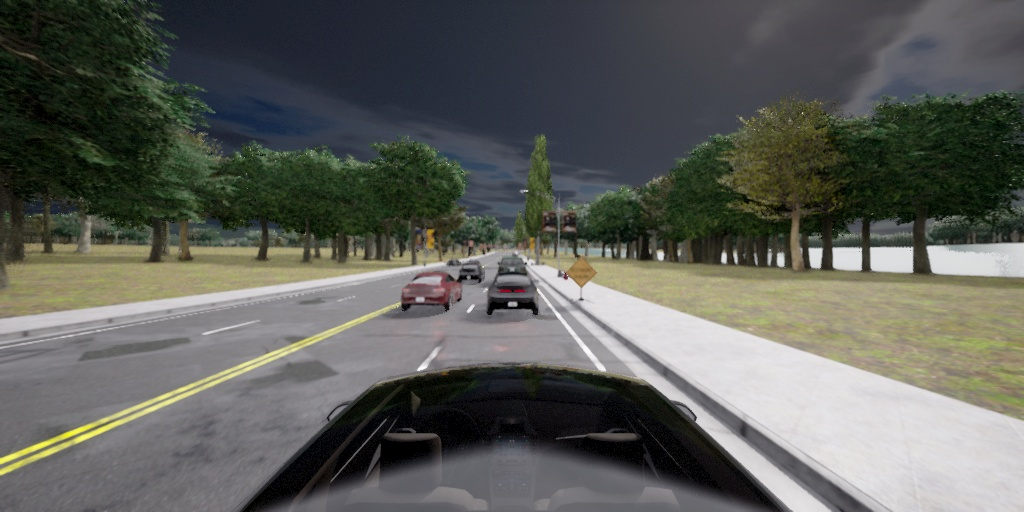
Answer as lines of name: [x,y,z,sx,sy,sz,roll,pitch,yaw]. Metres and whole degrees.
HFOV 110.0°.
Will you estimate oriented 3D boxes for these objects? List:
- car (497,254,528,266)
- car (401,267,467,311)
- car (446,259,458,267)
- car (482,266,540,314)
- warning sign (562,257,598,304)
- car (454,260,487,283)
car: [0.026,1.056,28.045,2.150,2.045,5.566,0,1,1]
car: [-3.205,1.368,14.894,1.812,1.442,4.674,0,0,0]
car: [-9.817,1.122,60.370,1.994,1.385,4.181,0,1,1]
car: [0.040,1.346,14.230,1.837,1.490,4.892,0,0,0]
warning sign: [2.845,0.960,14.731,1.300,1.860,1.060,0,0,0]
car: [-3.215,1.333,29.180,1.837,1.490,4.892,0,1,0]
